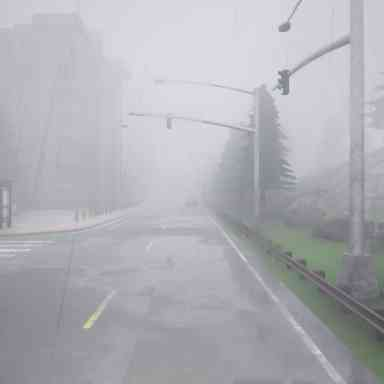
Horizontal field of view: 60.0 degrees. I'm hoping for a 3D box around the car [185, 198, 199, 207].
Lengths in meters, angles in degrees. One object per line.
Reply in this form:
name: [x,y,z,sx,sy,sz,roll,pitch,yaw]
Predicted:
car: [-0.013,1.564,50.635,1.994,1.385,4.181,0,0,0]
